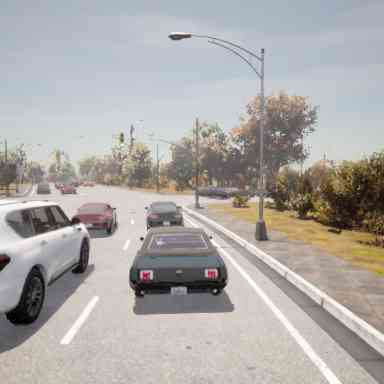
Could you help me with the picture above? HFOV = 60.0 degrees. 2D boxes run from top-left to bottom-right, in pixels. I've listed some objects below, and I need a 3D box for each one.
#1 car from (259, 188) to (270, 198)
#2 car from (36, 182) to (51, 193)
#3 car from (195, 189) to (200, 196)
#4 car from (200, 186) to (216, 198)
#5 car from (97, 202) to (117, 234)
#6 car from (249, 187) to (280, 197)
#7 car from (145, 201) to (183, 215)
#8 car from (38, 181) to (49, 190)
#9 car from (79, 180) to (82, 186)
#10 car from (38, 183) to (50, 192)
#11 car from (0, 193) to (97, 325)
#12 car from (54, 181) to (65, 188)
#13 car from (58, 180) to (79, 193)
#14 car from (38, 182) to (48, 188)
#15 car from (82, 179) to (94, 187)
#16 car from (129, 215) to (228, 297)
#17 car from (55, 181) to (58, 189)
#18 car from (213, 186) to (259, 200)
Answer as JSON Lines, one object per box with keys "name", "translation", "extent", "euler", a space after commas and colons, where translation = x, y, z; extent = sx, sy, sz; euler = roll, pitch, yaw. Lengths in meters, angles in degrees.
{"name": "car", "translation": [12.953, 0.194, 48.317], "extent": [5.357, 1.411, 2.033], "euler": [1, 2, -22]}
{"name": "car", "translation": [-23.023, -0.476, 51.644], "extent": [1.837, 1.490, 4.892], "euler": [-1, 3, -23]}
{"name": "car", "translation": [2.845, -0.151, 48.067], "extent": [4.892, 1.490, 1.837], "euler": [0, 3, -22]}
{"name": "car", "translation": [3.974, 0.110, 44.760], "extent": [4.718, 1.301, 1.895], "euler": [0, 3, -22]}
{"name": "car", "translation": [-4.946, 1.237, 17.129], "extent": [1.812, 1.442, 4.674], "euler": [0, 2, -8]}
{"name": "car", "translation": [11.133, 0.031, 51.343], "extent": [4.181, 1.385, 1.994], "euler": [1, 2, -21]}
{"name": "car", "translation": [-1.514, 1.209, 17.748], "extent": [1.812, 1.442, 4.674], "euler": [0, 2, -8]}
{"name": "car", "translation": [-30.705, -1.359, 68.769], "extent": [1.882, 1.535, 5.008], "euler": [-1, 3, -25]}
{"name": "car", "translation": [-28.986, -1.981, 81.650], "extent": [1.882, 1.535, 5.008], "euler": [-1, 3, -25]}
{"name": "car", "translation": [-26.595, -0.832, 59.792], "extent": [1.994, 1.385, 4.181], "euler": [-1, 3, -24]}
{"name": "car", "translation": [-3.817, 1.173, 7.097], "extent": [2.150, 2.045, 5.566], "euler": [0, 1, -4]}
{"name": "car", "translation": [-31.236, -1.763, 78.196], "extent": [2.128, 1.511, 4.902], "euler": [-1, 3, -25]}
{"name": "car", "translation": [-19.269, -0.636, 51.804], "extent": [2.097, 1.767, 4.553], "euler": [-1, 3, -23]}
{"name": "car", "translation": [-34.892, -1.713, 77.758], "extent": [1.994, 1.385, 4.181], "euler": [-1, 3, -25]}
{"name": "car", "translation": [-25.975, -2.190, 83.467], "extent": [2.097, 1.767, 4.553], "euler": [-1, 3, -25]}
{"name": "car", "translation": [-0.394, 1.524, 8.442], "extent": [1.895, 1.301, 4.718], "euler": [0, 1, -4]}
{"name": "car", "translation": [-26.979, -1.499, 69.052], "extent": [2.097, 1.767, 4.553], "euler": [-1, 3, -25]}
{"name": "car", "translation": [5.494, 0.284, 41.389], "extent": [4.718, 1.301, 1.895], "euler": [0, 3, -22]}
